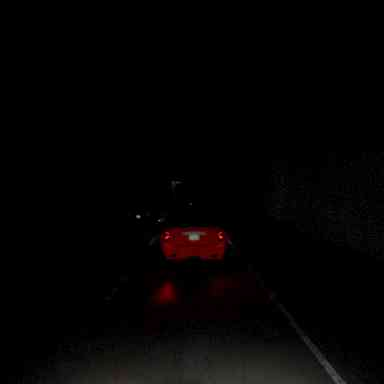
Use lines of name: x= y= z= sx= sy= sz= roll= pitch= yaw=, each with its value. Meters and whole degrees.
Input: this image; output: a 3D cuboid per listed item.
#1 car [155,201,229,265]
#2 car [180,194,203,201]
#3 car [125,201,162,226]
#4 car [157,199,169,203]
car: x=0.050 y=1.355 z=11.870 sx=2.097 sy=1.767 sz=4.553 roll=0 pitch=0 yaw=0
car: x=-0.049 y=1.230 z=34.134 sx=2.150 sy=2.045 sz=5.566 roll=0 pitch=0 yaw=0
car: x=-3.509 y=1.575 z=23.707 sx=1.994 sy=1.385 sz=4.181 roll=0 pitch=0 yaw=0
car: x=-3.603 y=1.541 z=40.874 sx=1.812 sy=1.442 sz=4.674 roll=0 pitch=0 yaw=0
